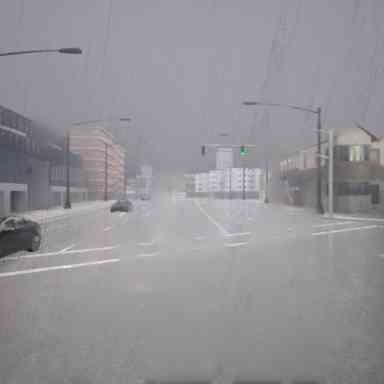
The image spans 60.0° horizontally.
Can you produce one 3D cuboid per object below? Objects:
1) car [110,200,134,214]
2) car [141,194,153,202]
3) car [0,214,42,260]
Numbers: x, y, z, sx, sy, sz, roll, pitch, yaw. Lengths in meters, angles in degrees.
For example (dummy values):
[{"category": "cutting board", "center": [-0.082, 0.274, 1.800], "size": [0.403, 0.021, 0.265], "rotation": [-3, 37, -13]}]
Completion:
[{"category": "car", "center": [-7.490, 1.535, 36.040], "size": [2.033, 1.411, 5.357], "rotation": [0, 1, -2]}, {"category": "car", "center": [-8.292, 1.052, 61.771], "size": [2.128, 1.511, 4.902], "rotation": [0, 0, -2]}, {"category": "car", "center": [-6.710, 1.536, 11.043], "size": [2.128, 1.511, 4.902], "rotation": [0, 0, -2]}]
